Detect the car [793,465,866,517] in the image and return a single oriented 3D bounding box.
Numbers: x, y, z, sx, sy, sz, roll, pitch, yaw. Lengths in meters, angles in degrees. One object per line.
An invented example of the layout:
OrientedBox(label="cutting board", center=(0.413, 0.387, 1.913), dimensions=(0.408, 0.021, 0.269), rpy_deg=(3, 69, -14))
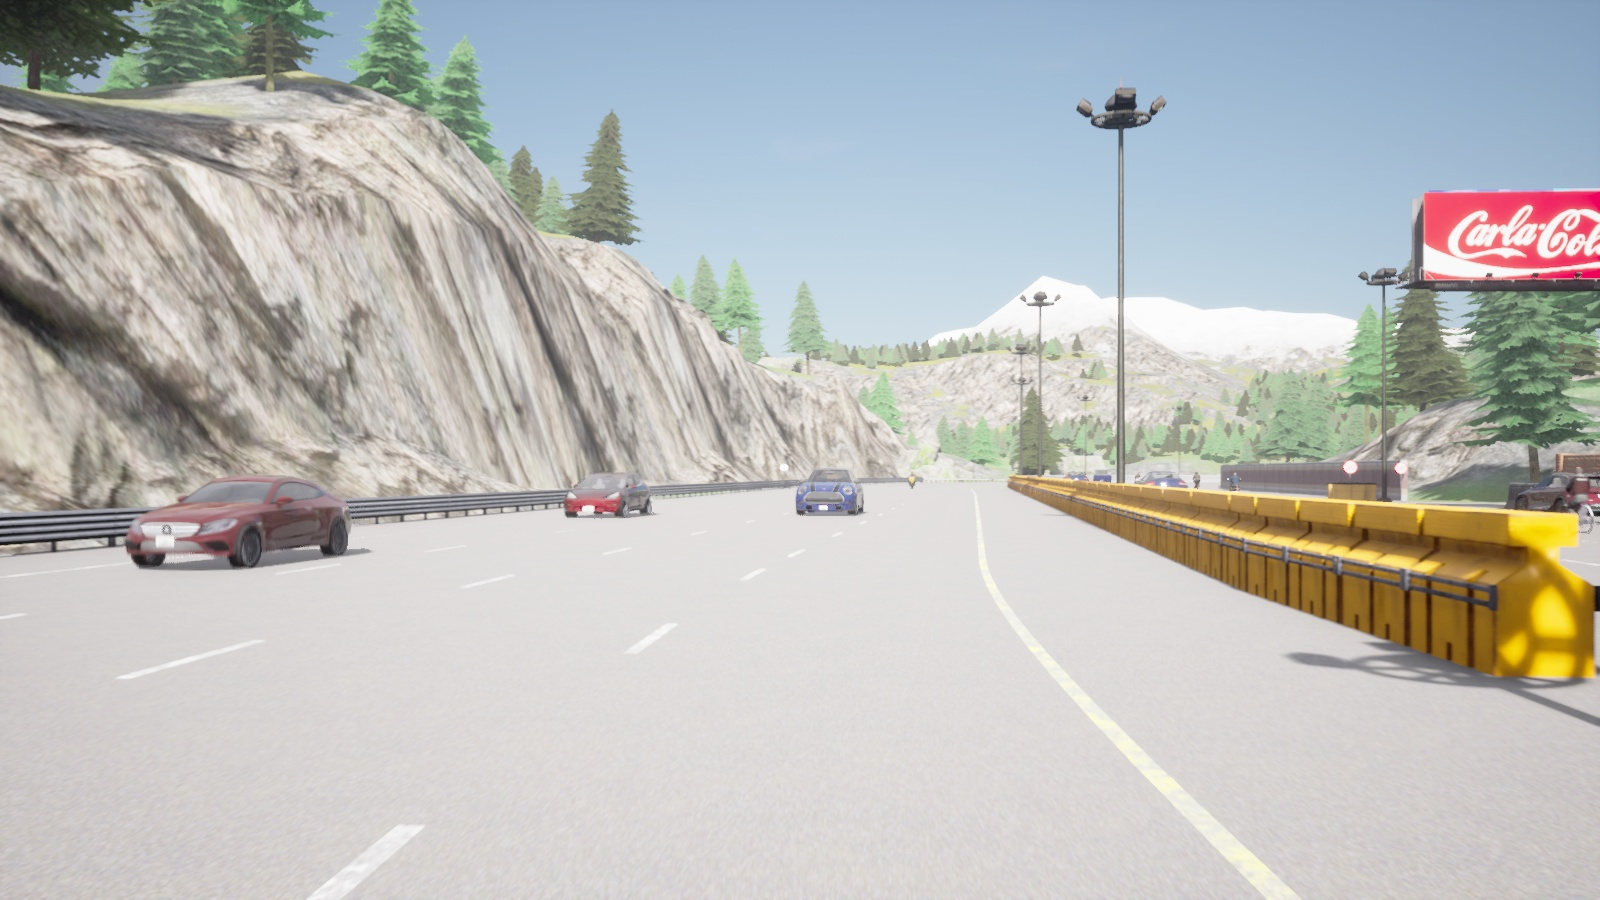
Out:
OrientedBox(label="car", center=(1.113, 1.423, 45.037), dimensions=(2.097, 1.767, 4.553), rpy_deg=(0, -1, 8))

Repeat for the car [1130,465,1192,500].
OrientedBox(label="car", center=(17.423, 1.547, 60.842), dimensions=(2.152, 1.651, 5.027), rpy_deg=(0, -1, 8))

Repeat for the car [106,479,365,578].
OrientedBox(label="car", center=(-9.241, 1.228, 21.078), dimensions=(1.812, 1.442, 4.674), rpy_deg=(0, -1, 7))

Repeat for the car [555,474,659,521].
OrientedBox(label="car", center=(-6.362, 1.543, 42.086), dimensions=(2.163, 1.488, 4.792), rpy_deg=(0, -1, 8))

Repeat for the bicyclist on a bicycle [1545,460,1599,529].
OrientedBox(label="bicyclist on a bicycle", center=(20.730, 1.171, 33.629), dimensions=(0.659, 1.776, 1.843), rpy_deg=(0, -1, 8))

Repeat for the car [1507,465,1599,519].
OrientedBox(label="car", center=(25.319, 1.340, 41.229), dimensions=(2.033, 1.649, 4.856), rpy_deg=(0, -1, 8))
